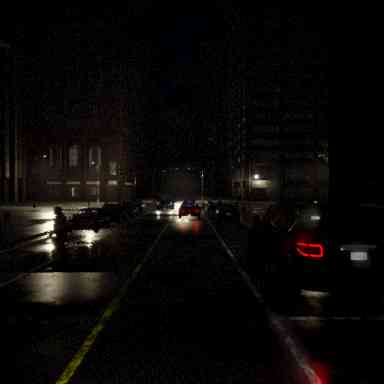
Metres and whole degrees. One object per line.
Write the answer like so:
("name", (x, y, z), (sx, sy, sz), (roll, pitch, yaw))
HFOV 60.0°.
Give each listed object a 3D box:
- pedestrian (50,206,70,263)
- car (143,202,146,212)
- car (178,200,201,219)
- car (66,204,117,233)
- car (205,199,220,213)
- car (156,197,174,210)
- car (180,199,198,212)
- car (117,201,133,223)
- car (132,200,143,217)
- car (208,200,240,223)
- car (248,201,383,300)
("pedestrian", (-4.153, 1.295, 10.498), (0.375, 1.860, 0.375), (0, 0, -11))
("car", (-6.086, 1.564, 36.409), (2.008, 1.369, 4.403), (0, 0, -1))
("car", (-0.205, 1.610, 29.627), (1.895, 1.301, 4.718), (0, 0, 0))
("car", (-5.936, 1.585, 19.500), (1.802, 1.307, 4.206), (0, 0, -1))
("car", (2.439, 1.453, 36.485), (1.967, 1.590, 4.097), (0, 0, -1))
("car", (-3.376, 1.434, 42.889), (2.097, 1.767, 4.553), (0, 0, -1))
("car", (-0.347, 1.579, 39.596), (1.994, 1.385, 4.181), (0, 0, -1))
("car", (-5.986, 1.572, 25.136), (1.947, 1.339, 4.313), (0, 0, -1))
("car", (-6.036, 1.575, 30.772), (1.947, 1.339, 4.313), (0, 0, -1))
("car", (2.539, 1.572, 25.214), (1.947, 1.339, 4.313), (0, 0, -1))
("car", (2.927, 1.225, 8.556), (2.150, 2.045, 5.566), (0, 0, -1))
